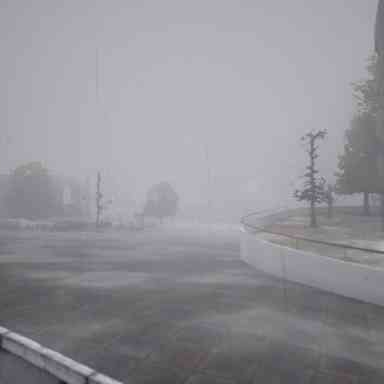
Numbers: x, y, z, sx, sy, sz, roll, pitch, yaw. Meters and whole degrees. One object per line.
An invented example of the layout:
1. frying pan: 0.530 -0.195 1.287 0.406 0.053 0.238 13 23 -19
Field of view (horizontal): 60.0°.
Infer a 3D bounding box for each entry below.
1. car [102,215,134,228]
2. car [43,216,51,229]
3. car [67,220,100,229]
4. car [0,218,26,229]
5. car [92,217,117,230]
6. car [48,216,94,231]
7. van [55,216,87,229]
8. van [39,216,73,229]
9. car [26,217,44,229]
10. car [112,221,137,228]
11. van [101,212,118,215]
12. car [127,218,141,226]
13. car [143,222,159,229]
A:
1. car: -15.082 6.172 65.847 5.566 2.045 2.435 0 -5 5
2. car: -22.812 4.716 49.442 5.366 1.575 1.946 0 -5 5
3. car: -18.834 5.572 57.626 4.892 1.521 2.231 0 -5 5
4. car: -25.139 4.191 43.946 4.674 1.452 2.002 0 -5 5
5. car: -14.985 5.289 53.628 2.128 1.511 4.902 -1 -6 24
6. car: -15.555 4.279 42.976 2.128 1.511 4.902 -1 -6 24
7. van: -19.983 5.064 54.916 4.442 1.987 1.878 0 -6 5
8. van: -21.245 4.779 52.177 4.442 1.987 1.878 0 -6 5
9. car: -23.892 4.476 46.691 4.674 1.452 2.002 0 -6 5
10. car: -13.804 6.746 68.553 4.674 1.452 2.002 0 -5 5
11. van: -22.969 7.550 92.339 1.878 1.987 4.442 0 1 10
12. car: -15.276 7.919 87.551 2.163 1.488 4.792 1 1 9
13. car: -8.523 6.759 67.605 1.994 1.385 4.181 -1 -6 24
